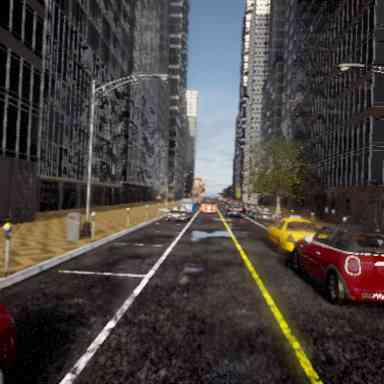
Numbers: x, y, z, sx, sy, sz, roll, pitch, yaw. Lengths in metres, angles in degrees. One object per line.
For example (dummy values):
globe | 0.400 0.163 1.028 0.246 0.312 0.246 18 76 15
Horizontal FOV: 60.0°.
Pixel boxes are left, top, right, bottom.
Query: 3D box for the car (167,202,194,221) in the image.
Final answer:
car | -1.201 1.862 30.378 2.008 1.369 4.403 2 -1 3

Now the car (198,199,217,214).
car | 2.329 1.987 45.782 2.097 1.767 4.553 2 -1 3

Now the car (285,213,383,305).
car | 4.193 1.643 8.881 2.097 1.767 4.553 2 -1 3

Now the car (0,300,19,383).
car | -2.734 1.486 1.959 1.802 1.307 4.206 2 -1 3

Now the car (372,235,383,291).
car | 5.933 1.930 7.184 1.802 1.307 4.206 2 -1 3

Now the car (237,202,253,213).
car | 8.391 2.413 52.655 1.967 1.590 4.097 3 -1 3

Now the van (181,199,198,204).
van | -0.578 1.806 41.748 1.690 1.788 3.998 3 -1 3

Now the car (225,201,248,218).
car | 5.037 2.180 39.590 2.128 1.511 4.902 2 -1 4

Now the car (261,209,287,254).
car | 4.573 1.838 15.096 1.801 1.575 5.366 2 -1 3

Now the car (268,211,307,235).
car | 6.852 2.175 24.235 1.802 1.307 4.206 2 -1 3

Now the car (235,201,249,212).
car | 8.698 2.486 58.339 1.967 1.590 4.097 3 -1 3

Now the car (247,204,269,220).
car | 7.466 2.302 35.603 2.008 1.369 4.403 3 -1 3
